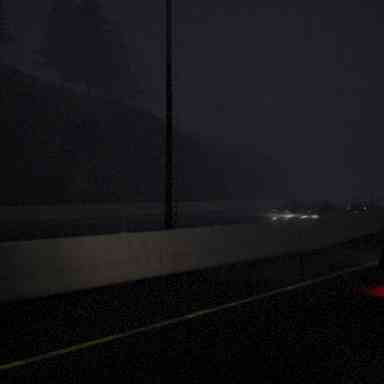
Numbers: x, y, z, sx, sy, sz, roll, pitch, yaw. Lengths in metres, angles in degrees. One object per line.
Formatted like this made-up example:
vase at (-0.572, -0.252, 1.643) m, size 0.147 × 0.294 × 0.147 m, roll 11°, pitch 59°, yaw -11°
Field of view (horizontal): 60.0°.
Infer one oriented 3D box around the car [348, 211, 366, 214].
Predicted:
car at (17.355, 1.633, 33.603) m, size 1.895 × 1.301 × 4.718 m, roll 0°, pitch 0°, yaw 43°

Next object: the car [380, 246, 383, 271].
car at (7.073, 1.572, 9.405) m, size 4.181 × 1.385 × 1.994 m, roll 0°, pitch 0°, yaw -39°
